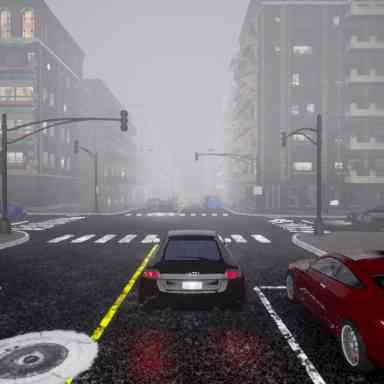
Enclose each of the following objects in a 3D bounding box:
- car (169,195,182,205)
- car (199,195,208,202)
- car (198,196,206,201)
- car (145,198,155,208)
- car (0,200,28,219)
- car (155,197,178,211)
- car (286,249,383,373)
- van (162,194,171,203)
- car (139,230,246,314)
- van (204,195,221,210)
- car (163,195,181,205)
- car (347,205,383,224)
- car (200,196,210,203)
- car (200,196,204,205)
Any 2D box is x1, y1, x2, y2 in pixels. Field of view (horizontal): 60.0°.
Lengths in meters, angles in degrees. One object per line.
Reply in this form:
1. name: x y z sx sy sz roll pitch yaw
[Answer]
1. car: -3.056 1.438 61.425 2.097 1.767 4.553 0 0 0
2. car: 2.742 1.598 81.878 1.967 1.590 4.097 -1 0 0
3. car: 2.769 1.769 92.923 1.947 1.339 4.313 -1 0 0
4. car: -5.833 1.635 48.803 1.802 1.307 4.206 -1 0 0
5. car: -15.731 1.341 26.312 5.008 1.535 1.882 1 0 0
6. car: -3.092 1.638 40.920 1.895 1.301 4.718 0 0 0
7. car: 2.793 1.582 5.353 1.802 1.307 4.206 0 0 0
8. van: -5.832 1.479 76.419 1.690 1.788 3.998 -1 0 0
9. car: 0.004 1.564 7.691 1.994 1.385 4.181 0 0 0
10. van: 2.818 1.382 43.255 1.690 1.788 3.998 -1 0 0
11. car: -3.089 1.606 51.282 2.033 1.411 5.357 0 0 0
12. car: 14.611 1.727 26.274 4.181 1.385 1.994 1 0 0
13. car: 2.694 1.663 70.835 1.887 1.381 4.507 -1 0 0
14. car: 2.730 1.368 48.752 2.192 1.841 5.009 -1 0 0
